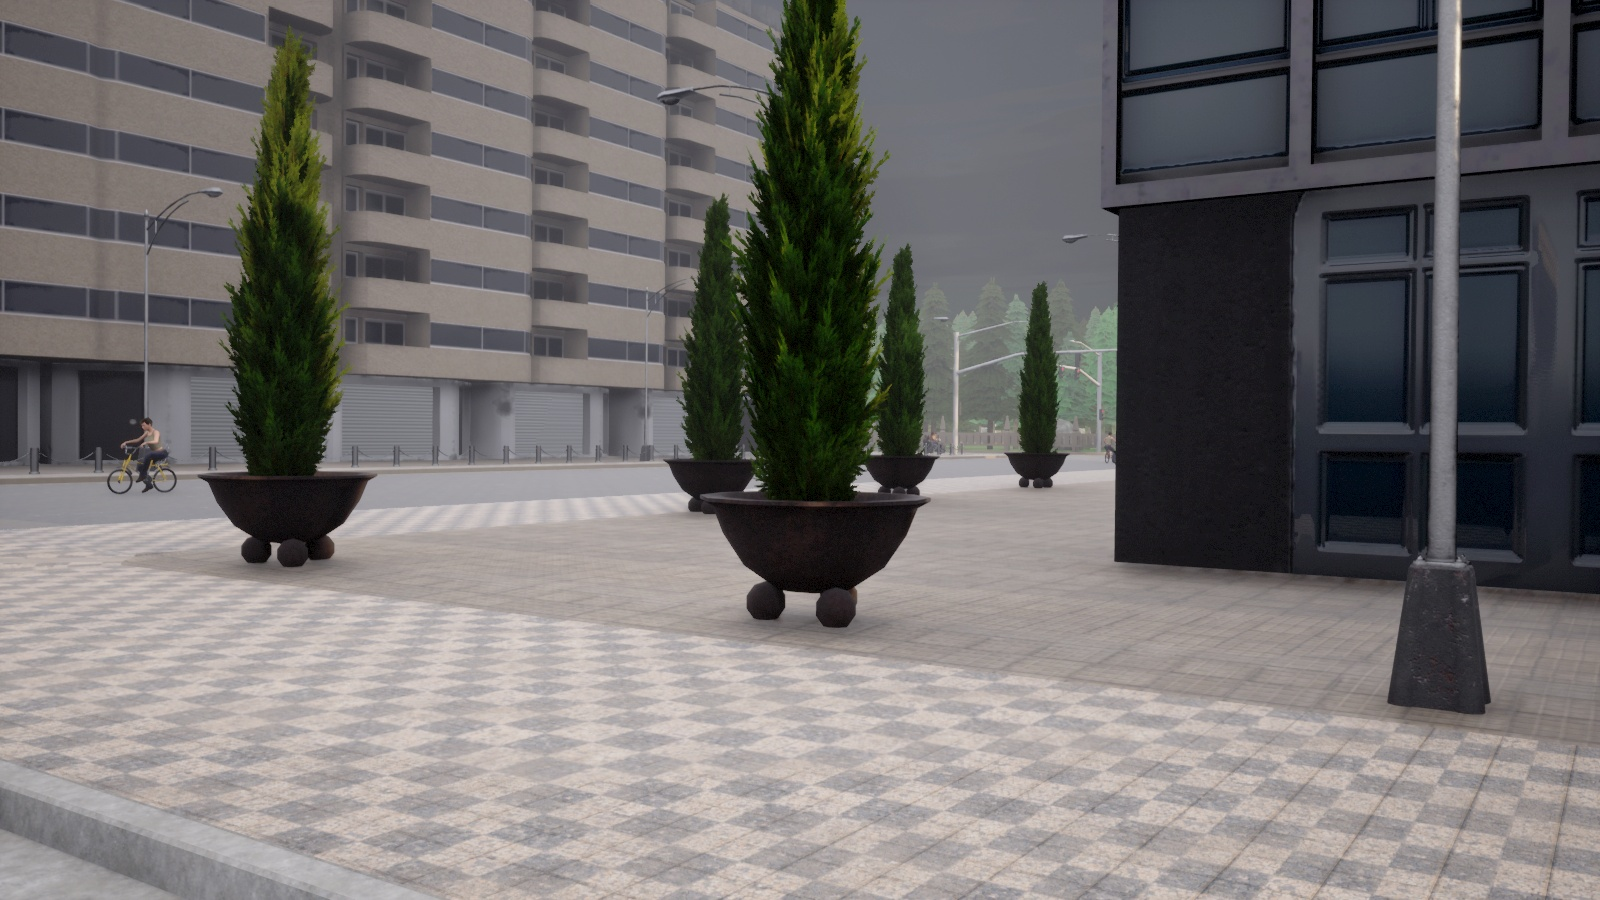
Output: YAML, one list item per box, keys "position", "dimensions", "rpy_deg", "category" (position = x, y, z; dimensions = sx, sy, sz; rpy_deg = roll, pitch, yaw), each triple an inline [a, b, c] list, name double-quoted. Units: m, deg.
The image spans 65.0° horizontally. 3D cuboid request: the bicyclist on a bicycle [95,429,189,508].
- position: [-13.916, 0.373, 26.601]
  dimensions: [0.866, 1.612, 1.509]
  rpy_deg: [0, 1, 34]
  category: "bicyclist on a bicycle"
